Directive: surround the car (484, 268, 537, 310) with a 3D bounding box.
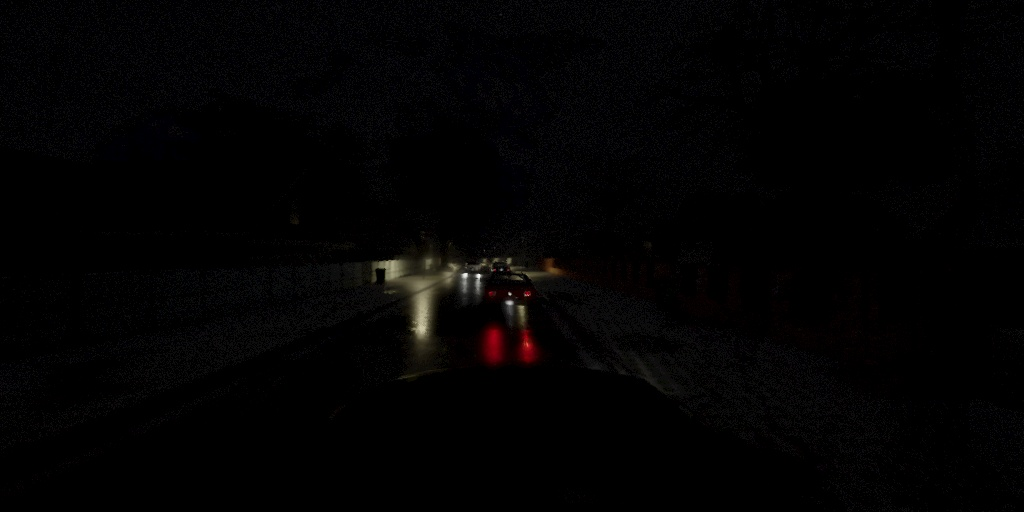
[{"bbox_3d":[-0.126,1.344,14.708,1.895,1.301,4.718,0,0,-2],"label":"car"}]

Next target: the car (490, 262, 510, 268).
[{"bbox_3d":[-1.111,1.290,34.453,2.033,1.411,5.357,0,0,-4],"label":"car"}]

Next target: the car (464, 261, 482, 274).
[{"bbox_3d":[-4.569,1.276,41.947,1.812,1.442,4.674,0,0,-4],"label":"car"}]
